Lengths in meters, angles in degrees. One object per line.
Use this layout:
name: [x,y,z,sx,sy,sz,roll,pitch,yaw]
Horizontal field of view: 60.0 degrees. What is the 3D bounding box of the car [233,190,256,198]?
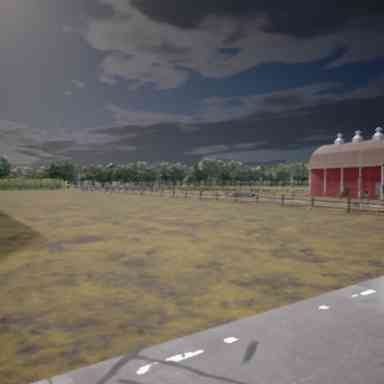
car: [9.886,0.337,61.910,2.033,1.411,5.357,0,2,-35]
